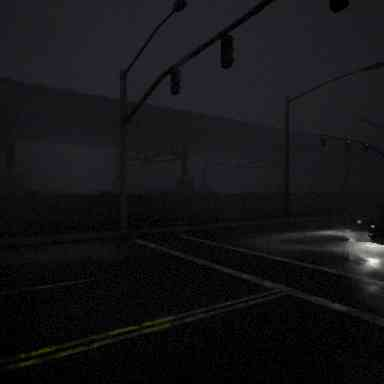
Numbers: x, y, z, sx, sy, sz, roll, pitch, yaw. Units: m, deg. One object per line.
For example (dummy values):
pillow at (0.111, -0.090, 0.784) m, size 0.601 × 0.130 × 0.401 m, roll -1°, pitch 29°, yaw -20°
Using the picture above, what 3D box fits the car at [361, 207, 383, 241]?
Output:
car at (9.988, 1.563, 15.372) m, size 4.181 × 1.385 × 1.994 m, roll 0°, pitch 0°, yaw -35°

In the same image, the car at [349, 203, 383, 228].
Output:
car at (11.820, 1.487, 20.963) m, size 4.902 × 1.511 × 2.128 m, roll 0°, pitch 0°, yaw -35°
